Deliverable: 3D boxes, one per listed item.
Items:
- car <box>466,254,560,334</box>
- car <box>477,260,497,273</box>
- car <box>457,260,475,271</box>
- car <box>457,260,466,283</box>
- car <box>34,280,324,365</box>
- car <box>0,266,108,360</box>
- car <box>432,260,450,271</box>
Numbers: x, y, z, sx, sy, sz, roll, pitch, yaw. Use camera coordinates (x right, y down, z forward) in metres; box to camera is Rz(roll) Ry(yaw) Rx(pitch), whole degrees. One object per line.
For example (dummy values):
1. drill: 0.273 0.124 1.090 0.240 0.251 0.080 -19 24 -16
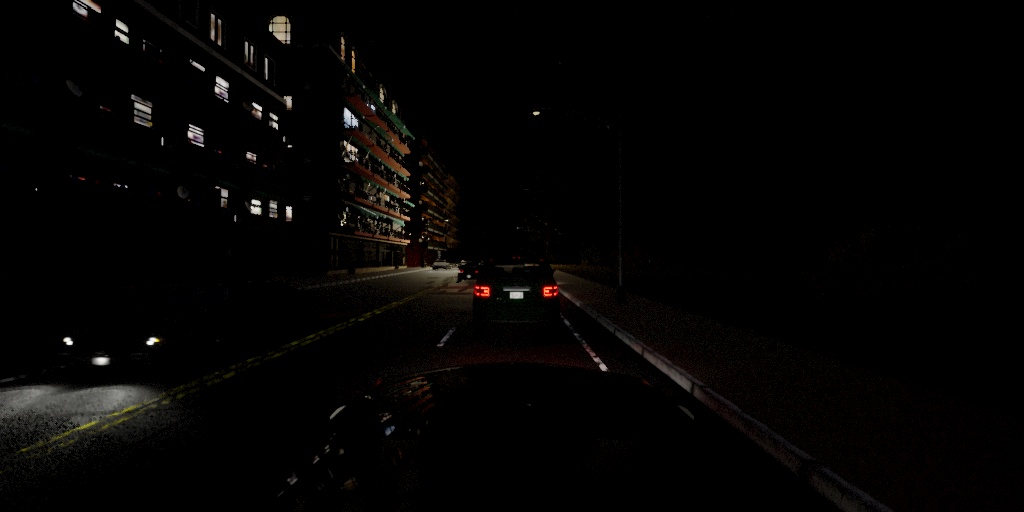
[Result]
1. car: 0.119 0.973 10.714 2.150 2.045 5.566 0 0 0
2. car: -3.031 1.242 44.571 2.128 1.511 4.902 0 0 0
3. car: -6.460 1.314 50.601 1.994 1.385 4.181 0 0 0
4. car: -3.078 1.278 27.958 1.812 1.442 4.674 0 0 0
5. car: -6.584 1.298 8.408 2.033 1.411 5.357 0 0 0
6. car: -9.839 1.103 6.405 2.097 1.767 4.553 0 0 0
7. car: -9.704 1.276 49.240 1.812 1.442 4.674 0 0 0
